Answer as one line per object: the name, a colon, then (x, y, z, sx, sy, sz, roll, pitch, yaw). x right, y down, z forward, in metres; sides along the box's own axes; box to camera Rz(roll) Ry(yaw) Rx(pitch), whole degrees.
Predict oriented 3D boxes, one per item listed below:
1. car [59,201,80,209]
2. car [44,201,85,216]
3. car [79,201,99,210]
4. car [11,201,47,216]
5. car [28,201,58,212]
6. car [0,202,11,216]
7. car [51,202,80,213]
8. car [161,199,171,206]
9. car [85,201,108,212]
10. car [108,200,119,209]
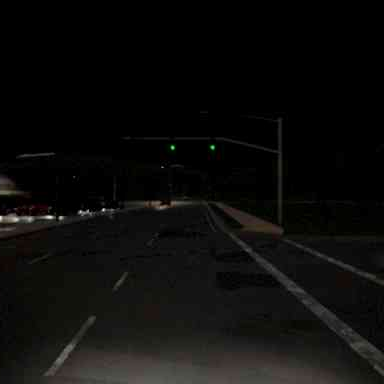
car: (-21.494, 2.290, 58.480, 1.994, 1.385, 4.181, 0, -1, 2)
car: (-15.031, 2.040, 39.647, 2.033, 1.411, 5.357, 0, -1, 2)
car: (-17.997, 2.327, 58.329, 1.895, 1.301, 4.718, 0, -1, 2)
car: (-18.554, 1.835, 38.973, 2.097, 1.767, 4.553, 0, -1, 2)
car: (-21.750, 2.095, 48.726, 2.128, 1.511, 4.902, 0, -1, 2)
car: (-22.026, 1.994, 39.604, 1.837, 1.490, 4.892, 0, -1, 2)
car: (-18.258, 2.148, 48.377, 2.033, 1.411, 5.357, 0, -1, 2)
car: (-6.011, 2.321, 76.920, 2.097, 1.767, 4.553, 0, -1, 1)
car: (-14.722, 2.167, 49.702, 2.033, 1.411, 5.357, 0, -1, 2)
car: (-14.455, 2.252, 59.877, 1.837, 1.490, 4.892, 0, -1, 2)
